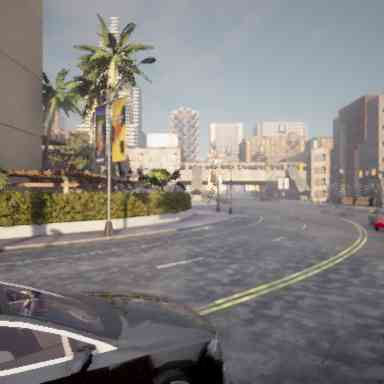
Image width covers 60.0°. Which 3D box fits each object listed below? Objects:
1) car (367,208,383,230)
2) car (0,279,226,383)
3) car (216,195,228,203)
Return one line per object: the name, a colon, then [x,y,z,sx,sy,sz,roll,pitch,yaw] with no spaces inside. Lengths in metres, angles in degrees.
car: [12.760,1.704,21.755,1.994,1.385,4.181,0,0,22]
car: [-1.905,1.493,2.653,4.902,1.511,2.128,0,0,-36]
car: [7.585,1.827,81.089,2.097,1.535,5.008,0,0,2]
